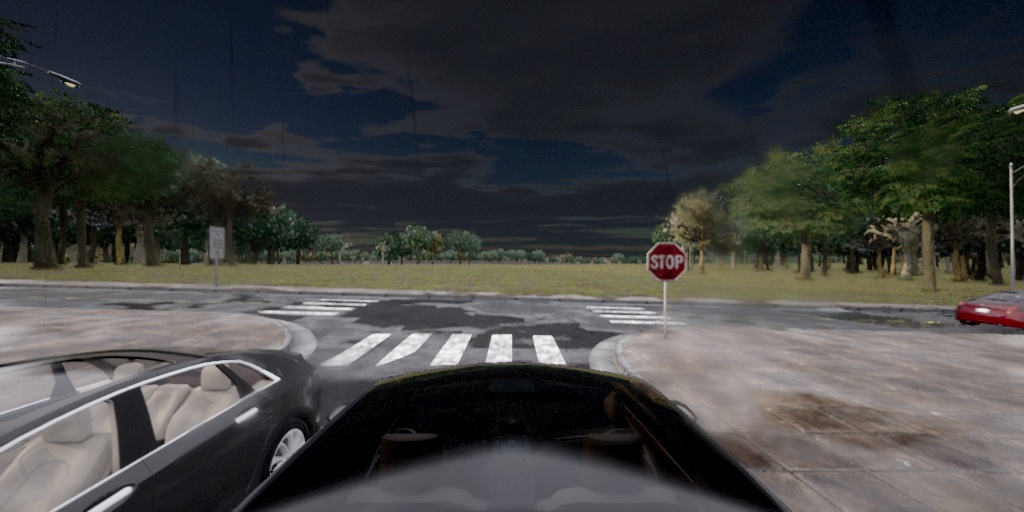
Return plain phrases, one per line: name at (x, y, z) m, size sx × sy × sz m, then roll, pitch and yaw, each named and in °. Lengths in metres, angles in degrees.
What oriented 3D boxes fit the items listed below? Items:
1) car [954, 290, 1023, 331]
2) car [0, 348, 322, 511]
car at (17.960, 1.873, 12.154) m, size 4.181 × 1.385 × 1.994 m, roll 2°, pitch -1°, yaw 0°
car at (-2.638, 1.300, 1.677) m, size 2.007 × 1.370 × 4.403 m, roll 0°, pitch 0°, yaw 0°
